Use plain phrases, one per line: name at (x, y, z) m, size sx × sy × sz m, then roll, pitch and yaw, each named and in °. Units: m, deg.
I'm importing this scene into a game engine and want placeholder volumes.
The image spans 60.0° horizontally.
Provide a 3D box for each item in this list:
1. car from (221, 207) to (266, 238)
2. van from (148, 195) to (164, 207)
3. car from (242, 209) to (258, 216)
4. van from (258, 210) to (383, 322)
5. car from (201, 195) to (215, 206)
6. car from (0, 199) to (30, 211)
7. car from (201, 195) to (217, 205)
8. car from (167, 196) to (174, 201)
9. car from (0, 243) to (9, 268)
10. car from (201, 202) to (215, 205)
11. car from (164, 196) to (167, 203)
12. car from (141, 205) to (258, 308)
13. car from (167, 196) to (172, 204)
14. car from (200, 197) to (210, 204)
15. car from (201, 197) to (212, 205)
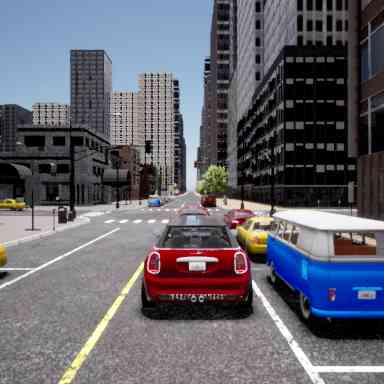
car at (2.673, 1.587, 18.279) m, size 1.802 × 1.307 × 4.206 m, roll 0°, pitch 0°, yaw 0°
van at (-5.734, 1.395, 50.658) m, size 1.690 × 1.788 × 3.998 m, roll 0°, pitch 0°, yaw 0°
car at (2.677, 1.527, 12.786) m, size 1.752 × 1.417 × 4.829 m, roll 0°, pitch 0°, yaw 0°
van at (2.682, 1.341, 6.952) m, size 1.690 × 1.788 × 3.998 m, roll 0°, pitch 0°, yaw 0°
car at (2.641, 1.380, 56.191) m, size 2.192 × 1.841 × 5.009 m, roll 0°, pitch 0°, yaw 0°
car at (-21.440, 1.469, 38.476) m, size 4.829 × 1.417 × 1.752 m, roll 0°, pitch 0°, yaw 0°
car at (2.645, 1.369, 50.667) m, size 2.192 × 1.841 × 5.009 m, roll 0°, pitch 0°, yaw 0°
car at (-5.765, 1.673, 89.155) m, size 1.752 × 1.417 × 4.829 m, roll 0°, pitch 0°, yaw 0°
car at (-5.698, 1.525, 6.775) m, size 1.752 × 1.417 × 4.829 m, roll 0°, pitch 0°, yaw 0°
car at (0.086, 1.482, 17.299) m, size 1.882 × 1.535 × 5.008 m, roll 0°, pitch 0°, yaw 0°
car at (-5.739, 1.505, 56.181) m, size 1.967 × 1.590 × 4.097 m, roll 0°, pitch 0°, yaw 0°
car at (0.093, 1.352, 8.093) m, size 2.097 × 1.767 × 4.553 m, roll 0°, pitch 0°, yaw 0°
car at (-5.748, 1.529, 67.231) m, size 1.967 × 1.590 × 4.097 m, roll 0°, pitch 0°, yaw 0°
car at (2.633, 1.655, 67.239) m, size 1.947 × 1.339 × 4.313 m, roll 0°, pitch 0°, yaw 0°
car at (2.637, 1.621, 61.715) m, size 1.887 × 1.381 × 4.507 m, roll 0°, pitch 0°, yaw 0°
